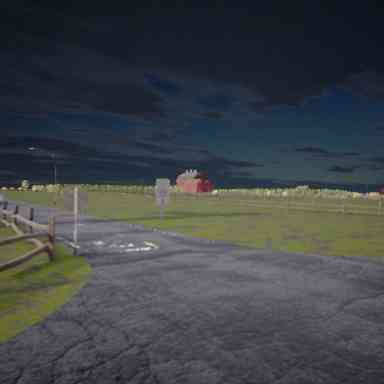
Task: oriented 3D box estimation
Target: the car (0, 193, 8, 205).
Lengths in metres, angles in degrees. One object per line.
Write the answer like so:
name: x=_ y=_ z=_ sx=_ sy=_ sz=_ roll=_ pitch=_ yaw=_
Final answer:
car: x=-26.025 y=0.913 z=44.792 sx=2.128 sy=1.511 sz=4.902 roll=2 pitch=0 yaw=-36
